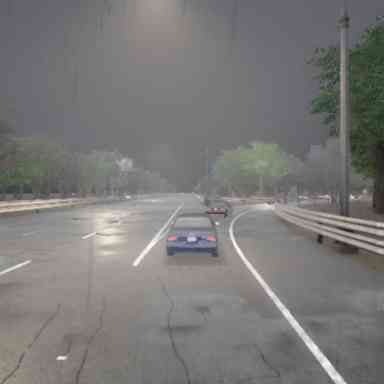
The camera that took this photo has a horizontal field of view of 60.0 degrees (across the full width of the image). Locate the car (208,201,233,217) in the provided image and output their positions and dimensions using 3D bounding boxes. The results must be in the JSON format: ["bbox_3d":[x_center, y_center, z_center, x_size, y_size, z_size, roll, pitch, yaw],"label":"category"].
[{"bbox_3d":[2.669,1.530,31.077,2.033,1.411,5.357,0,0,15],"label":"car"}]

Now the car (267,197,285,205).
[{"bbox_3d":[14.714,1.496,57.942,2.033,1.411,5.357,0,0,35],"label":"car"}]

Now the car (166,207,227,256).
[{"bbox_3d":[0.096,1.540,13.042,2.033,1.411,5.357,0,0,2],"label":"car"}]
